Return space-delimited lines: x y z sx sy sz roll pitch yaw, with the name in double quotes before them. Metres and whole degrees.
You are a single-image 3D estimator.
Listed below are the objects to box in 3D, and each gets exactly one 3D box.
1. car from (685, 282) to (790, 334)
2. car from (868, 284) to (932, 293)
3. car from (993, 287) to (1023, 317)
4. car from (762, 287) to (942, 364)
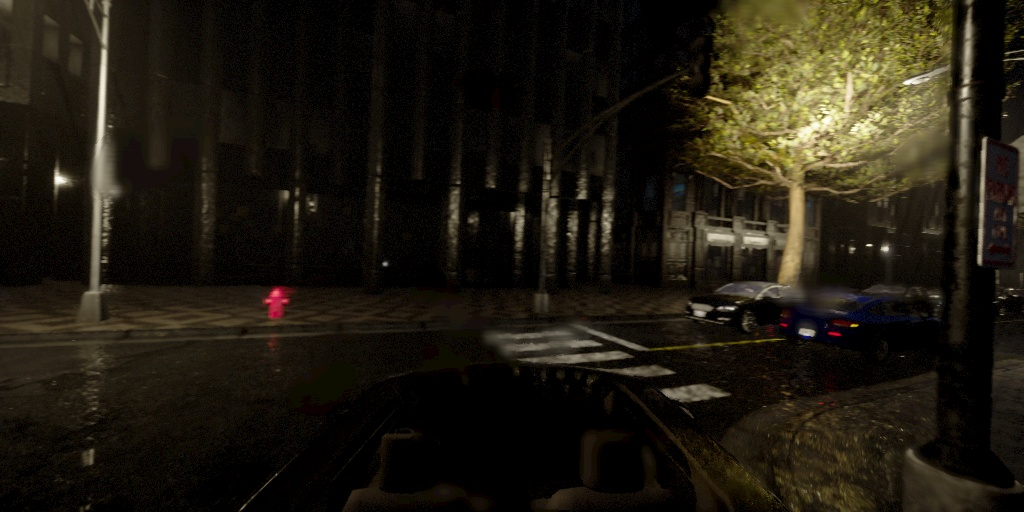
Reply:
"car" 8.085 1.623 12.074 4.902 1.511 2.128 2 0 -23
"car" 16.730 2.001 15.721 4.902 1.511 2.128 3 0 -23
"car" 25.946 2.403 19.600 4.902 1.511 2.128 2 0 -23
"car" 8.923 1.685 9.110 4.674 1.442 1.812 3 0 -22
